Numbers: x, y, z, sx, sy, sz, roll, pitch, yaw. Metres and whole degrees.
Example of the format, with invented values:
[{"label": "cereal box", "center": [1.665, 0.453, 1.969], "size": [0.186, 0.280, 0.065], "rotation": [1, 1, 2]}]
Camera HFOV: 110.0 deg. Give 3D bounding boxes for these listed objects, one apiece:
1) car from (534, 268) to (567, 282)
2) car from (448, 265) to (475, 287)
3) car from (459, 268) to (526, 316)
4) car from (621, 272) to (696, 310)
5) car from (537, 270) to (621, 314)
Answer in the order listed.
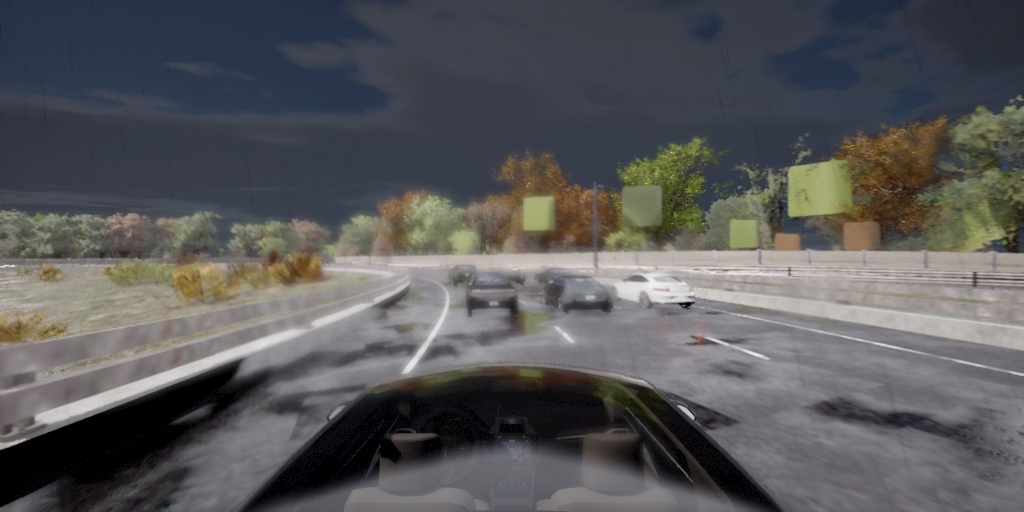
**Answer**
[{"label": "car", "center": [3.417, 1.635, 28.780], "size": [2.033, 1.411, 5.357], "rotation": [0, -1, -14]}, {"label": "car", "center": [-3.971, 1.478, 29.178], "size": [2.097, 1.767, 4.553], "rotation": [0, -1, -16]}, {"label": "car", "center": [-0.911, 1.411, 14.330], "size": [2.128, 1.511, 4.902], "rotation": [0, -1, -7]}, {"label": "car", "center": [5.972, 1.429, 15.597], "size": [1.812, 1.442, 4.674], "rotation": [0, -1, -8]}, {"label": "car", "center": [2.545, 1.474, 14.813], "size": [1.994, 1.385, 4.181], "rotation": [0, -1, -8]}]
